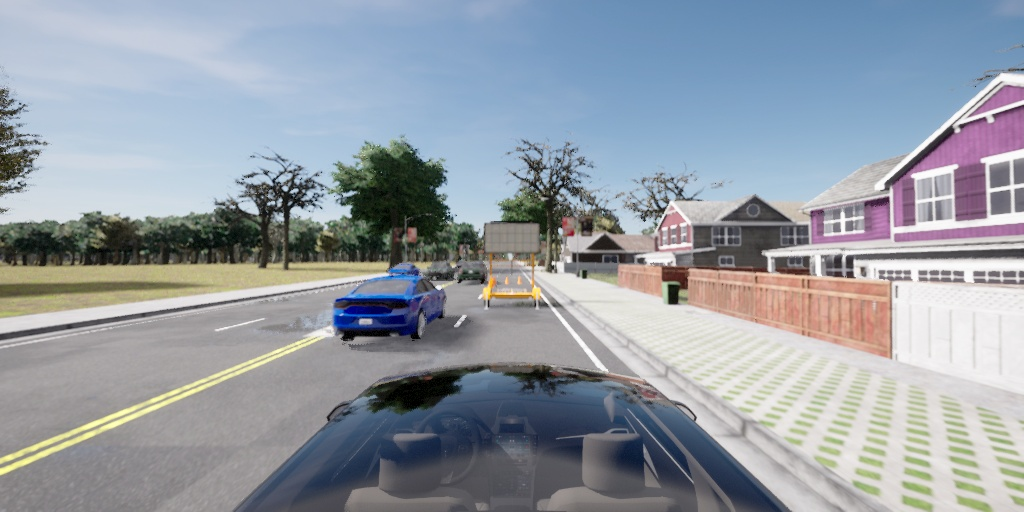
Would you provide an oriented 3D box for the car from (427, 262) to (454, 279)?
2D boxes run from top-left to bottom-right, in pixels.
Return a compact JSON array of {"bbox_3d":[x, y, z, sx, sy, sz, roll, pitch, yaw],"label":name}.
[{"bbox_3d":[-6.613,1.307,32.805,2.097,1.767,4.553,0,0,0],"label":"car"}]

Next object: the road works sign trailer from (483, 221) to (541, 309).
[{"bbox_3d":[-0.005,0.300,15.388,2.380,3.560,2.880,0,0,0],"label":"road works sign trailer"}]

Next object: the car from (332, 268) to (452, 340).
[{"bbox_3d":[-3.153,1.280,10.193,1.882,1.535,5.008,0,0,0],"label":"car"}]

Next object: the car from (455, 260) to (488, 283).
[{"bbox_3d":[-3.165,1.285,29.708,2.097,1.767,4.553,0,0,0],"label":"car"}]

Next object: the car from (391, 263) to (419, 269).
[{"bbox_3d":[-9.864,1.435,33.054,1.882,1.535,5.008,0,0,0],"label":"car"}]
